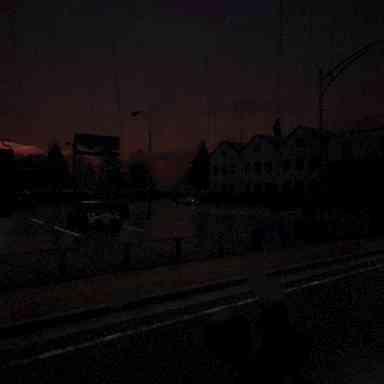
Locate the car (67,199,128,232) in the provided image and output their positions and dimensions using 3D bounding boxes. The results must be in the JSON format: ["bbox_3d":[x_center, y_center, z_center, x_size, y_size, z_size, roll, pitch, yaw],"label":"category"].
[{"bbox_3d":[-5.302,1.247,17.903,1.970,1.475,3.806,0,0,-36],"label":"car"}]

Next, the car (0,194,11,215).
[{"bbox_3d":[-17.911,1.113,29.853,1.932,1.855,4.605,0,0,-36],"label":"car"}]

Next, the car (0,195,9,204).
[{"bbox_3d":[-39.204,1.495,66.106,4.611,1.667,2.242,0,0,-36],"label":"car"}]

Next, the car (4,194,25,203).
[{"bbox_3d":[-38.980,1.328,73.235,3.866,1.878,1.905,0,0,-36],"label":"car"}]

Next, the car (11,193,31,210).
[{"bbox_3d":[-19.828,1.092,38.162,1.905,1.878,3.866,0,0,-36],"label":"car"}]

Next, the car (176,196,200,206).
[{"bbox_3d":[-0.643,1.348,50.228,1.812,1.442,4.674,0,0,-36],"label":"car"}]

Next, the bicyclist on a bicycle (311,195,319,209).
[{"bbox_3d":[13.668,1.123,36.852,1.656,1.620,0.582,0,0,-36],"label":"bicyclist on a bicycle"}]
